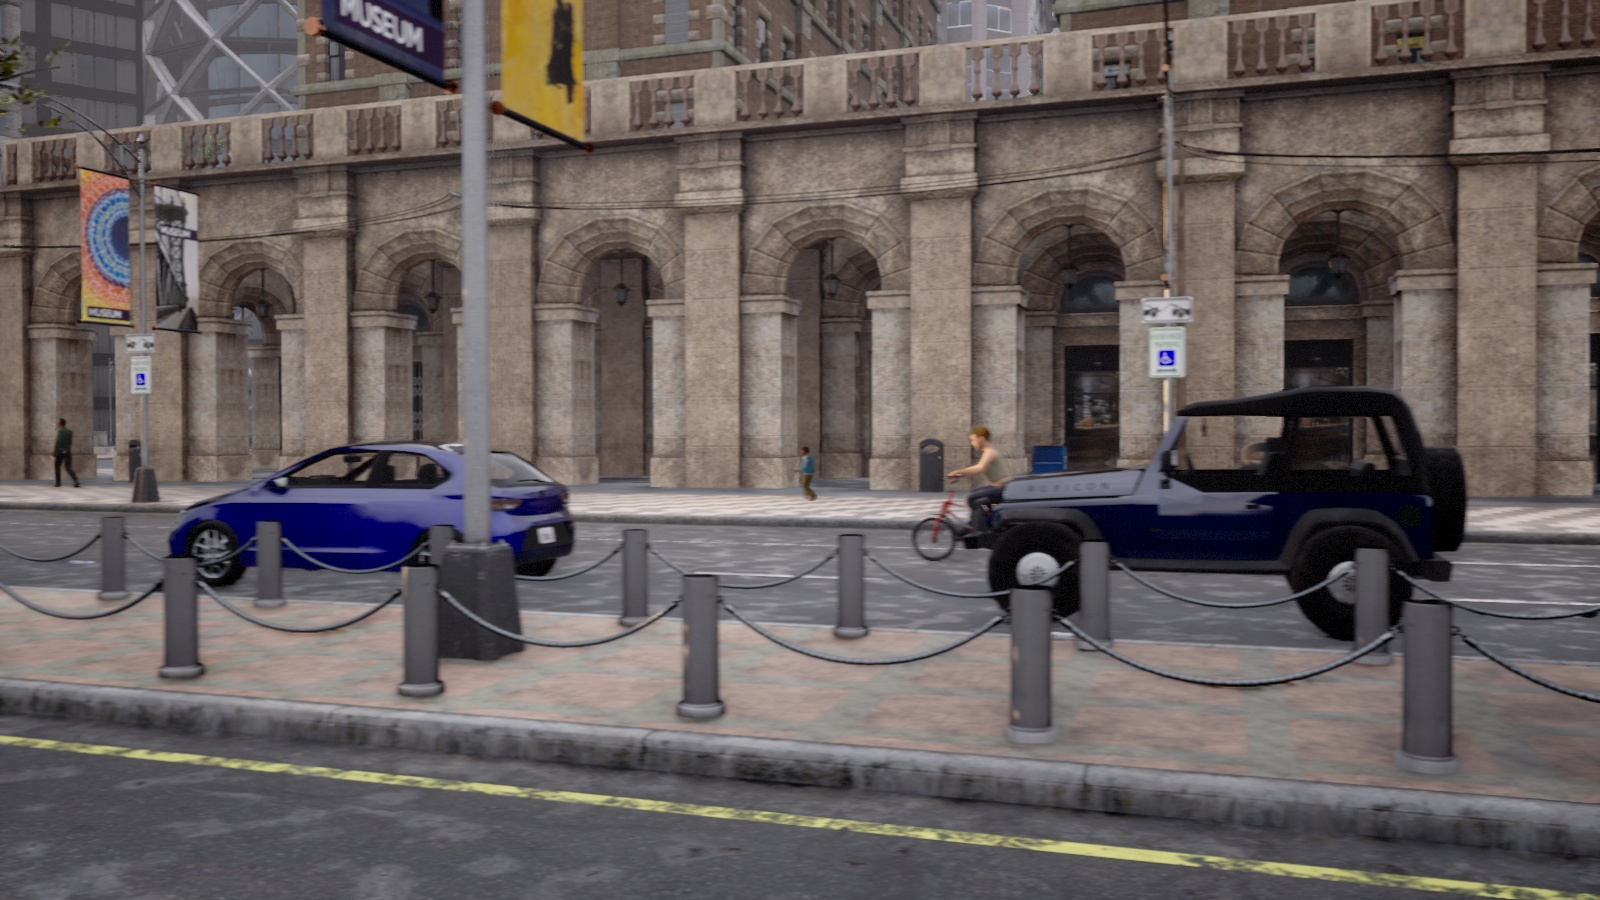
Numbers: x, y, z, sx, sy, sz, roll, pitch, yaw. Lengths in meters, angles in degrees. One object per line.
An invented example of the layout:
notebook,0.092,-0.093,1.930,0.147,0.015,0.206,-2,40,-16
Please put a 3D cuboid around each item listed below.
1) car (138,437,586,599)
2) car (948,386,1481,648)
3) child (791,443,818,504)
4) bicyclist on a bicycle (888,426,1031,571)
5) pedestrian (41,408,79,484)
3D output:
car,-4.557,0.612,13.166,4.193,1.474,1.816,1,1,19
car,3.341,0.465,10.507,3.866,1.878,1.905,0,1,18
child,0.094,0.461,25.125,0.448,1.192,0.343,1,1,19
bicyclist on a bicycle,1.878,0.535,14.687,1.509,1.612,0.866,1,1,19
pedestrian,-19.020,-0.105,32.267,0.788,1.949,0.423,1,1,18
